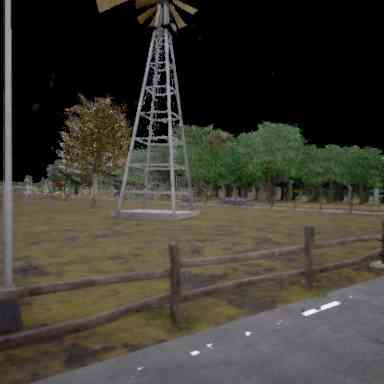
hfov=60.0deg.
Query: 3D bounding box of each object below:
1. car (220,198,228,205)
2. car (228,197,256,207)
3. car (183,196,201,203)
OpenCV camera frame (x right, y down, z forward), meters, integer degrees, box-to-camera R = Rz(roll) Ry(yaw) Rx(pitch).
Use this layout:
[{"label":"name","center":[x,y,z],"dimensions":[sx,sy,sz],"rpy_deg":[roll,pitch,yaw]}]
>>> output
[{"label":"car","center":[6.847,1.719,60.699],"dimensions":[1.812,1.442,4.674],"rpy_deg":[2,-1,-35]},{"label":"car","center":[8.307,1.676,53.722],"dimensions":[1.994,1.385,4.181],"rpy_deg":[2,-1,-35]},{"label":"car","center":[-0.080,1.531,70.346],"dimensions":[2.128,1.511,4.902],"rpy_deg":[2,-1,-36]}]
